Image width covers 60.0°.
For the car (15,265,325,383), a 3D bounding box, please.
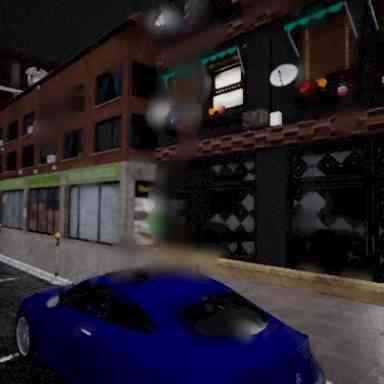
[{"bbox_3d":[-0.715,1.710,4.348,1.812,1.442,4.674,3,-3,-45],"label":"car"}]
